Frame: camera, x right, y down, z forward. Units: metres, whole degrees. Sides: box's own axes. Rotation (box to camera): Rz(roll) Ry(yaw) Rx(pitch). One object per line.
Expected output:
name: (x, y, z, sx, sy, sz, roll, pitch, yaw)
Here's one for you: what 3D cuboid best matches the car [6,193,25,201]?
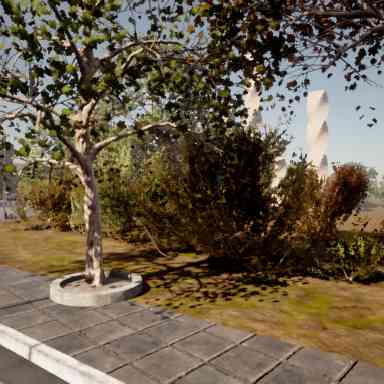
car: (-29.346, 0.939, 56.409, 2.033, 1.411, 5.357, 1, -2, 2)
